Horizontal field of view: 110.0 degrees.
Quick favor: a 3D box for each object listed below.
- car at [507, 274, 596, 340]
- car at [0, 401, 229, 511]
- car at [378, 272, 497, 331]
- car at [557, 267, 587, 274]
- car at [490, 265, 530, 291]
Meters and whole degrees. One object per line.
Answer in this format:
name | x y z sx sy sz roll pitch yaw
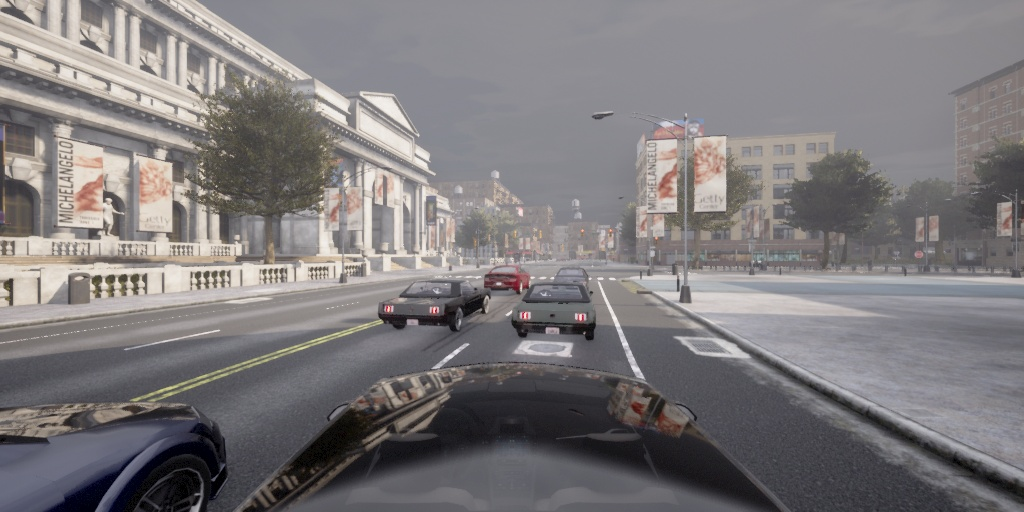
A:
car | 1.316 1.351 10.020 1.895 1.301 4.718 0 0 11
car | -3.158 1.314 1.037 1.994 1.385 4.181 0 0 -2
car | -2.029 1.351 11.027 1.895 1.301 4.718 0 0 11
car | 3.242 1.297 19.372 2.033 1.411 5.357 0 0 12
car | -0.152 1.228 20.180 1.882 1.535 5.008 0 0 12
